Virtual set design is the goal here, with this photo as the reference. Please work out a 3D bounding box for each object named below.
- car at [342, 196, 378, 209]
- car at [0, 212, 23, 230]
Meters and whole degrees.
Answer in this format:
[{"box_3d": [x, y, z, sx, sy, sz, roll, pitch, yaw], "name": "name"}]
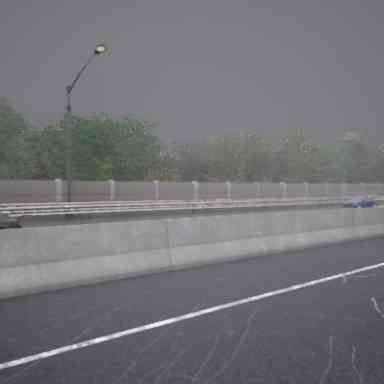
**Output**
[{"box_3d": [19.494, 1.250, 38.579, 5.008, 1.535, 1.882, 0, 0, -33], "name": "car"}, {"box_3d": [-9.925, 1.497, 14.095, 4.892, 1.490, 1.837, 0, 0, -35], "name": "car"}]
